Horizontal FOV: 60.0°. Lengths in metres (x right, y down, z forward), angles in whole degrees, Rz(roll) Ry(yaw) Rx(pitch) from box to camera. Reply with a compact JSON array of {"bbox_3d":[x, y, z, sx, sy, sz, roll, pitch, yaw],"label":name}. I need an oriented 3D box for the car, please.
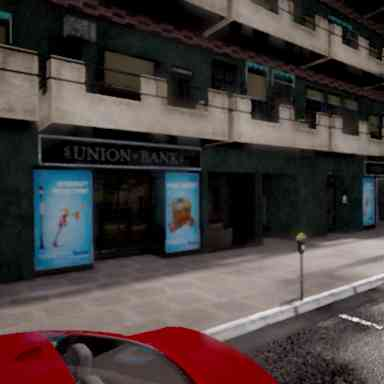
[{"bbox_3d":[-1.476,1.549,1.387,4.507,1.381,1.887,-1,0,-35],"label":"car"}]
